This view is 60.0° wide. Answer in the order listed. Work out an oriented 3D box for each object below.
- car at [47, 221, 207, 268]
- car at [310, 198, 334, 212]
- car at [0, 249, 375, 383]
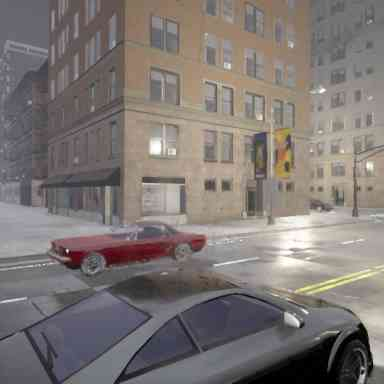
[{"bbox_3d":[-1.896,1.601,10.395,4.718,1.301,1.895,0,0,-37],"label":"car"},{"bbox_3d":[13.878,1.486,38.305,1.837,1.490,4.892,0,0,-36],"label":"car"},{"bbox_3d":[0.109,1.564,3.536,4.181,1.385,1.994,0,0,-36],"label":"car"}]
